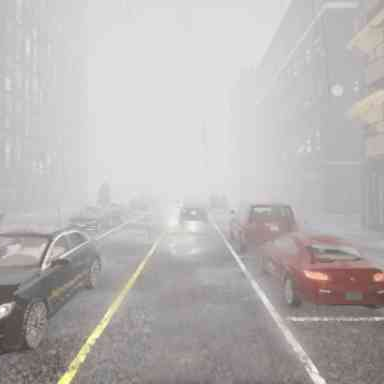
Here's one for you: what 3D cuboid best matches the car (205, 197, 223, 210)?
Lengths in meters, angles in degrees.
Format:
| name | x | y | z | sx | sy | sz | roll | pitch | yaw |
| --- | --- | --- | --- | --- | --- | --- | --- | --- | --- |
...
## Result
| name | x | y | z | sx | sy | sz | roll | pitch | yaw |
| --- | --- | --- | --- | --- | --- | --- | --- | --- | --- |
| car | 2.679 | 1.394 | 41.483 | 1.947 | 1.339 | 4.313 | 1 | 0 | 0 |

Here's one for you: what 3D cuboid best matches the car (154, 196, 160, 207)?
| name | x | y | z | sx | sy | sz | roll | pitch | yaw |
| --- | --- | --- | --- | --- | --- | --- | --- | --- | --- |
| car | -5.664 | 1.244 | 47.178 | 1.967 | 1.590 | 4.097 | 1 | 0 | 0 |

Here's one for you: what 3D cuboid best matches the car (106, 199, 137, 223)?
| name | x | y | z | sx | sy | sz | roll | pitch | yaw |
| --- | --- | --- | --- | --- | --- | --- | --- | --- | --- |
| car | -5.672 | 1.449 | 24.554 | 2.008 | 1.369 | 4.403 | 1 | 0 | 0 |

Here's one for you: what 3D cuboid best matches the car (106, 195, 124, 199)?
| name | x | y | z | sx | sy | sz | roll | pitch | yaw |
| --- | --- | --- | --- | --- | --- | --- | --- | --- | --- |
| car | -18.688 | 1.380 | 81.184 | 4.313 | 1.339 | 1.947 | 0 | 0 | 0 |

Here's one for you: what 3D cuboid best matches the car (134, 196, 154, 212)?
| name | x | y | z | sx | sy | sz | roll | pitch | yaw |
| --- | --- | --- | --- | --- | --- | --- | --- | --- | --- |
| car | -5.668 | 1.292 | 35.866 | 1.967 | 1.590 | 4.097 | 1 | 0 | 0 |

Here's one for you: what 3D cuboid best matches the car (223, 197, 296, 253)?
| name | x | y | z | sx | sy | sz | roll | pitch | yaw |
| --- | --- | --- | --- | --- | --- | --- | --- | --- | --- |
| car | 2.675 | 1.260 | 13.200 | 2.192 | 1.841 | 5.009 | 1 | 0 | 0 |

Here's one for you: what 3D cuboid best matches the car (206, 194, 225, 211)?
| name | x | y | z | sx | sy | sz | roll | pitch | yaw |
| --- | --- | --- | --- | --- | --- | --- | --- | --- | --- |
| car | 2.681 | 1.166 | 35.825 | 2.192 | 1.841 | 5.009 | 1 | 0 | 0 |

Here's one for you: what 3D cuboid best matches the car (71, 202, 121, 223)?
| name | x | y | z | sx | sy | sz | roll | pitch | yaw |
| --- | --- | --- | --- | --- | --- | --- | --- | --- | --- |
| car | -5.674 | 1.473 | 18.897 | 2.008 | 1.369 | 4.403 | 1 | 0 | 0 |

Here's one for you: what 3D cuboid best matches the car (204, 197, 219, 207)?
| name | x | y | z | sx | sy | sz | roll | pitch | yaw |
| --- | --- | --- | --- | --- | --- | --- | --- | --- | --- |
| car | 2.681 | 1.386 | 47.140 | 1.802 | 1.307 | 4.206 | 1 | 0 | 0 |

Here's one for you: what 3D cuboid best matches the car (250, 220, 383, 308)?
| name | x | y | z | sx | sy | sz | roll | pitch | yaw |
| --- | --- | --- | --- | --- | --- | --- | --- | --- | --- |
| car | 2.669 | 1.550 | 7.545 | 1.802 | 1.307 | 4.206 | 1 | 0 | 0 |

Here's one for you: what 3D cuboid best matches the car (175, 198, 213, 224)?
| name | x | y | z | sx | sy | sz | roll | pitch | yaw |
| --- | --- | --- | --- | --- | --- | --- | --- | --- | --- |
| car | 0.106 | 1.404 | 24.062 | 2.163 | 1.488 | 4.792 | 0 | 0 | 0 |

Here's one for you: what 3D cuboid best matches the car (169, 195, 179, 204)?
| name | x | y | z | sx | sy | sz | roll | pitch | yaw |
| --- | --- | --- | --- | --- | --- | --- | --- | --- | --- |
| car | -2.993 | 1.305 | 58.007 | 2.033 | 1.411 | 5.357 | 0 | 0 | 0 |

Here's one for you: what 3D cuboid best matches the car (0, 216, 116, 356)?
| name | x | y | z | sx | sy | sz | roll | pitch | yaw |
| --- | --- | --- | --- | --- | --- | --- | --- | --- | --- |
| car | -3.100 | 1.466 | 6.190 | 2.128 | 1.511 | 4.902 | 0 | 0 | 0 |

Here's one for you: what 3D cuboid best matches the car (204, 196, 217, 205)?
| name | x | y | z | sx | sy | sz | roll | pitch | yaw |
| --- | --- | --- | --- | --- | --- | --- | --- | --- | --- |
| car | 2.852 | 1.362 | 52.796 | 1.802 | 1.307 | 4.206 | 1 | 0 | 0 |
